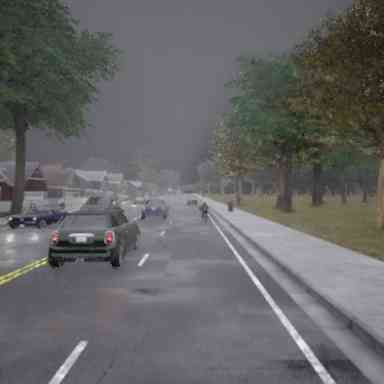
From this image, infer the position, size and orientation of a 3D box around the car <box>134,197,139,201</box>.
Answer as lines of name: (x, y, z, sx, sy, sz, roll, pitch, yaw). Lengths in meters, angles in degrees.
car: (-9.746, 1.658, 62.044, 1.812, 1.442, 4.674, 0, 0, 1)

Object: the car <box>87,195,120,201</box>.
car: (-6.586, 1.271, 24.338, 2.150, 2.045, 5.566, 0, 0, 0)

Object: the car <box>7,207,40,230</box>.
car: (-9.838, 1.642, 21.464, 1.895, 1.301, 4.718, 0, 0, 0)

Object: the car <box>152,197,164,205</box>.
car: (-6.482, 1.664, 64.648, 1.812, 1.442, 4.674, 0, 0, 1)

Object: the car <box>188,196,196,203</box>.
car: (0.039, 1.665, 75.371, 1.837, 1.490, 4.892, 0, 0, 0)

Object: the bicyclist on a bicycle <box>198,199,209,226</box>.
bicyclist on a bicycle: (0.908, 1.497, 23.089, 0.582, 1.620, 1.656, 0, 0, 0)

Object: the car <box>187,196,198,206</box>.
car: (0.074, 1.650, 58.597, 1.812, 1.442, 4.674, 0, 0, 1)

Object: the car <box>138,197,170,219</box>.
car: (-3.135, 1.409, 29.362, 2.097, 1.767, 4.553, 0, 0, 0)

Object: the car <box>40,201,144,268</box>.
car: (-3.143, 1.374, 11.576, 2.097, 1.767, 4.553, 0, 0, 0)
